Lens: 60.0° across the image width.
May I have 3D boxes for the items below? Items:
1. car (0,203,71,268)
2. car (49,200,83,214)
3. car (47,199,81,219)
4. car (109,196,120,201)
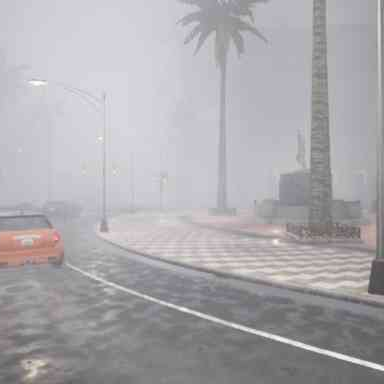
[{"bbox_3d":[-5.771,1.392,10.792,2.097,1.767,4.553,0,0,-37],"label":"car"},{"bbox_3d":[-14.055,1.688,37.331,1.994,1.385,4.181,0,0,4],"label":"car"},{"bbox_3d":[-10.762,1.445,27.528,2.097,1.767,4.553,0,0,-2],"label":"car"},{"bbox_3d":[-20.767,1.777,89.297,2.161,1.482,4.786,0,0,3],"label":"car"}]
